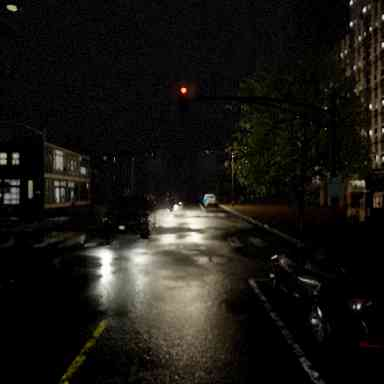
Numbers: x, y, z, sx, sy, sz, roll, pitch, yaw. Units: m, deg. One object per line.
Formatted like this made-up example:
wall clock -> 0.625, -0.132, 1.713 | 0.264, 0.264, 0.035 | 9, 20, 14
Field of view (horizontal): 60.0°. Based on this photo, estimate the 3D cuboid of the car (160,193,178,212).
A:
car -> -3.162, 1.191, 38.215 | 2.150, 2.045, 5.566 | 0, 0, 0

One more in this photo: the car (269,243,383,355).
car -> 2.686, 1.561, 6.082 | 1.947, 1.339, 4.313 | 0, 0, 0

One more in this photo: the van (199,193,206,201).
van -> 2.573, 1.278, 82.968 | 1.690, 1.788, 3.998 | 0, 0, 0

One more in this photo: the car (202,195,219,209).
car -> 2.629, 1.490, 44.281 | 1.752, 1.417, 4.829 | 0, 0, 0

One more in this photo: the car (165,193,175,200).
car -> -5.817, 1.248, 88.504 | 2.192, 1.841, 5.009 | 0, 0, 0

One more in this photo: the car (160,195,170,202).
car -> -5.792, 1.470, 71.682 | 1.752, 1.417, 4.829 | 0, 0, 0

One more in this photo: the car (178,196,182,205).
car -> -3.158, 1.448, 55.947 | 2.128, 1.511, 4.902 | 0, 0, 0

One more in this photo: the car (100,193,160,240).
car -> -3.120, 1.208, 17.414 | 2.150, 2.045, 5.566 | 0, 0, -1

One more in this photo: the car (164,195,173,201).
car -> -5.809, 1.487, 82.954 | 2.008, 1.369, 4.403 | 0, 0, 0

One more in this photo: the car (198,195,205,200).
car -> 2.563, 1.458, 88.689 | 1.752, 1.417, 4.829 | 0, 0, 0

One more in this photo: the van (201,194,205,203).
van -> 2.622, 1.302, 49.662 | 1.690, 1.788, 3.998 | 0, 0, 0

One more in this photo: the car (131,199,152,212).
car -> -5.743, 1.551, 38.545 | 1.802, 1.307, 4.206 | 0, 0, 0

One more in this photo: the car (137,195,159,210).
car -> -5.750, 1.280, 44.096 | 2.192, 1.841, 5.009 | 0, 0, 0

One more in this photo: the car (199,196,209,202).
car -> 2.588, 1.510, 71.867 | 1.947, 1.339, 4.313 | 0, 0, 0

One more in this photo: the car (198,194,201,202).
car -> 2.604, 1.503, 60.765 | 2.008, 1.369, 4.403 | 0, 0, 0

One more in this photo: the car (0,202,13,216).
car -> -17.309, 1.347, 27.531 | 4.507, 1.381, 1.887 | 1, -1, -1

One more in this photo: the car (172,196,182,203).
car -> -3.104, 1.492, 70.736 | 1.994, 1.385, 4.181 | 0, 0, 0
